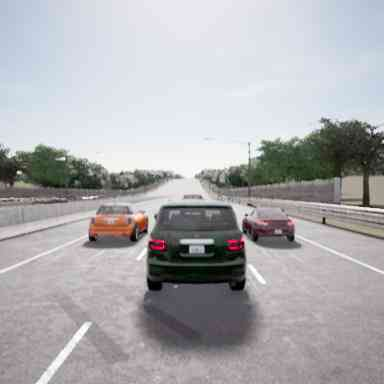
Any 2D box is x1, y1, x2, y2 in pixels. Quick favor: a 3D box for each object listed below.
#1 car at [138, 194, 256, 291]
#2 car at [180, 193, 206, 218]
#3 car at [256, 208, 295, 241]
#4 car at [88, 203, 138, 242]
[{"bbox_3d":[0.091,1.187,9.076,2.150,2.045,5.566,0,0,0],"label":"car"},{"bbox_3d":[0.068,1.160,30.581,2.150,2.045,5.566,0,0,0],"label":"car"},{"bbox_3d":[3.583,1.471,16.075,1.812,1.442,4.674,0,0,0],"label":"car"},{"bbox_3d":[-3.421,1.297,16.306,2.097,1.767,4.553,0,0,1],"label":"car"}]
